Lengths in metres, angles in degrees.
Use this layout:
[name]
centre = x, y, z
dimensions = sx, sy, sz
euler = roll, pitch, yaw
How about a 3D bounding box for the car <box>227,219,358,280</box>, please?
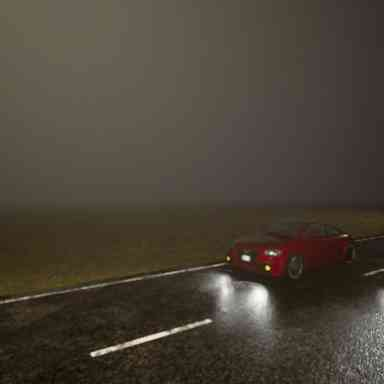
[car]
centre = 3.034, 1.523, 9.827
dimensions = 4.181, 1.385, 1.994
euler = 0, 0, -35
